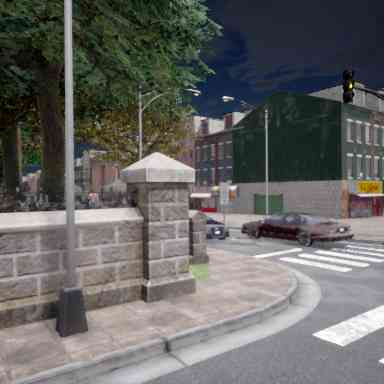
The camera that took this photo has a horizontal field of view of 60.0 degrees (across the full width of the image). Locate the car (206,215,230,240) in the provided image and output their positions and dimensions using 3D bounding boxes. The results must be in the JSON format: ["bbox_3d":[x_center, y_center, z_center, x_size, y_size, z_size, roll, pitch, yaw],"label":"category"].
[{"bbox_3d":[0.047,1.775,17.416,1.994,1.385,4.181,-1,0,-36],"label":"car"}]

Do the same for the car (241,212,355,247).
[{"bbox_3d":[4.777,1.667,15.868,2.033,1.411,5.357,-1,0,-36],"label":"car"}]
